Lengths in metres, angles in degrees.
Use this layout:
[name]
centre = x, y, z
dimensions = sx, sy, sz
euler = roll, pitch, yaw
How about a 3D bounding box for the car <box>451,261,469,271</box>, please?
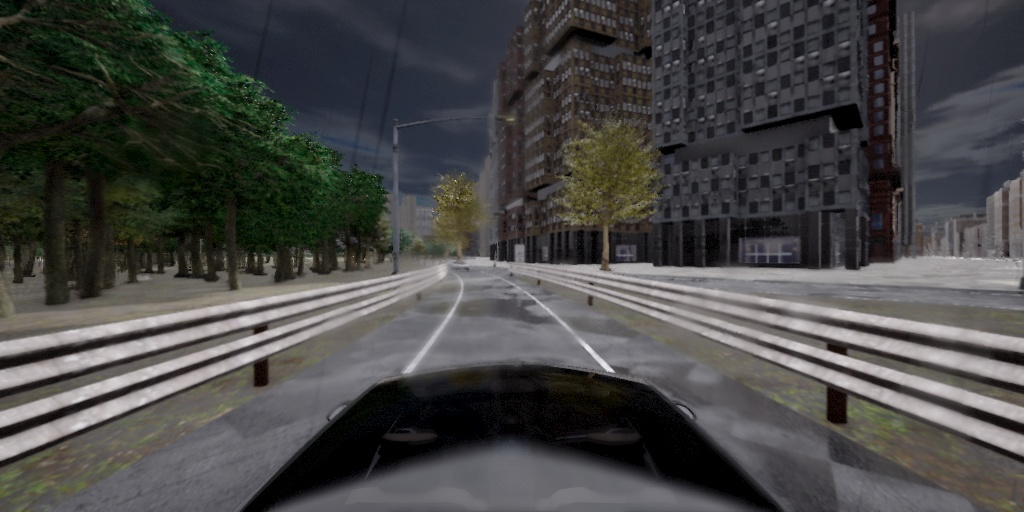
[car]
centre = -7.290, 1.360, 50.166
dimensions = 1.895, 1.301, 4.718
euler = 0, 0, -18
